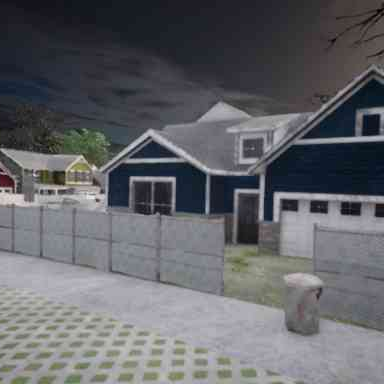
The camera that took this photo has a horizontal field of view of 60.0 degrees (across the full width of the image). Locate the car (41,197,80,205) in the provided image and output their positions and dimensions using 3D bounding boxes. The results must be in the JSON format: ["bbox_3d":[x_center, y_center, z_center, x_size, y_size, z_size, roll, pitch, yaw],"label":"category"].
[{"bbox_3d":[-13.151,1.285,33.558,1.812,1.442,4.674,2,0,19],"label":"car"}]
